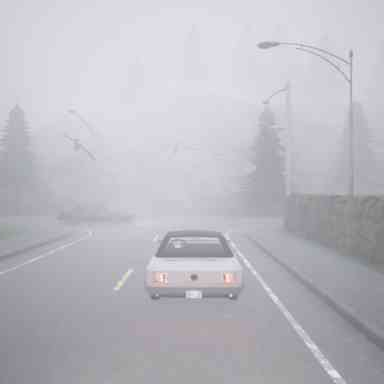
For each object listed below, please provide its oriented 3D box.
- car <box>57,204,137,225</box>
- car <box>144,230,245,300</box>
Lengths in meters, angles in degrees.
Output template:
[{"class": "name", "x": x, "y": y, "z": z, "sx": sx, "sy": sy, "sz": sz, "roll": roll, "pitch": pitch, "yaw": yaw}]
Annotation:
[{"class": "car", "x": -6.735, "y": 1.548, "z": 23.732, "sx": 5.357, "sy": 1.411, "sz": 2.033, "roll": 0, "pitch": 0, "yaw": 1}, {"class": "car", "x": 0.058, "y": 1.601, "z": 8.353, "sx": 1.895, "sy": 1.301, "sz": 4.718, "roll": 0, "pitch": 0, "yaw": 0}]
